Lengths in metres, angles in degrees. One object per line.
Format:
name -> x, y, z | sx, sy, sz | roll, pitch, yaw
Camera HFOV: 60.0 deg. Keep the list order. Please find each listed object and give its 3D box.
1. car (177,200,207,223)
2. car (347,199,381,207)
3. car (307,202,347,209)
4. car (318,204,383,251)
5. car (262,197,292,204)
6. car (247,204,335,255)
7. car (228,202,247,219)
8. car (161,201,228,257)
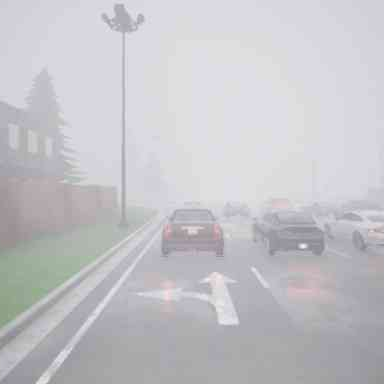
car -> 0.015, 1.413, 25.761 | 2.033, 1.411, 5.357 | 0, 0, 0
car -> 14.034, 1.360, 27.968 | 1.837, 1.490, 4.892 | 0, 1, 0
car -> 10.528, 1.458, 27.326 | 1.895, 1.301, 4.718 | 0, 0, 0
car -> 7.046, 1.454, 13.613 | 1.812, 1.442, 4.674 | 0, 1, 0
car -> 7.034, 1.206, 27.846 | 2.097, 1.767, 4.553 | 0, 0, 0
car -> 3.543, 1.438, 12.958 | 1.837, 1.490, 4.892 | 0, 1, 0
car -> 3.528, 1.458, 27.324 | 1.895, 1.301, 4.718 | 0, 0, 0
car -> 0.042, 1.284, 12.820 | 2.097, 1.767, 4.553 | 0, 0, 0
